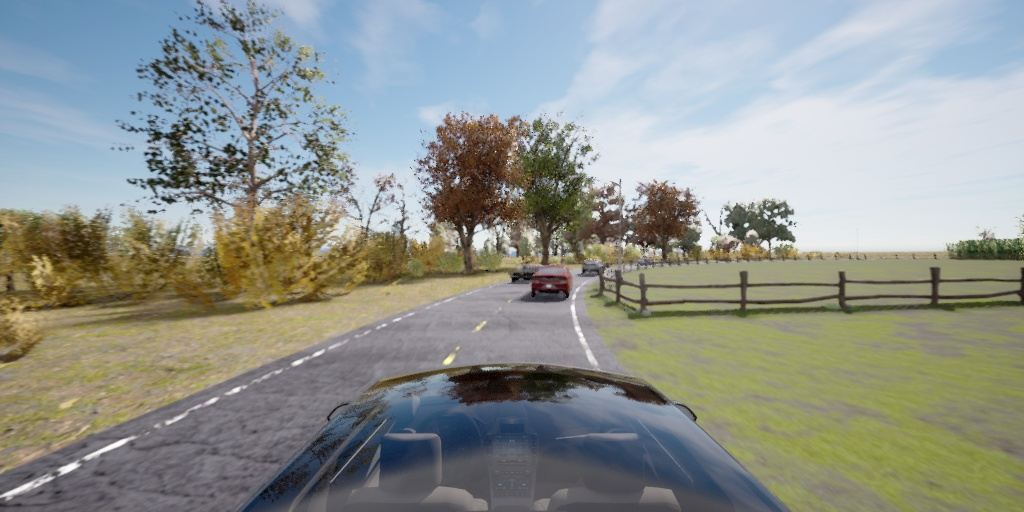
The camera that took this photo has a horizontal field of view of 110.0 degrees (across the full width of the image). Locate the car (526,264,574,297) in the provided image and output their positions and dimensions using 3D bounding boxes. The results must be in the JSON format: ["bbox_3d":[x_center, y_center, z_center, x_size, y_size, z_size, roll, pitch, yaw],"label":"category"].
[{"bbox_3d":[2.228,1.242,19.128,1.882,1.535,5.008,0,0,12],"label":"car"}]

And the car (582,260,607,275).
[{"bbox_3d":[8.703,1.136,37.695,2.128,1.511,4.902,1,1,25],"label":"car"}]

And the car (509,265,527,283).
[{"bbox_3d":[1.320,1.311,27.214,1.895,1.301,4.718,1,0,18],"label":"car"}]
